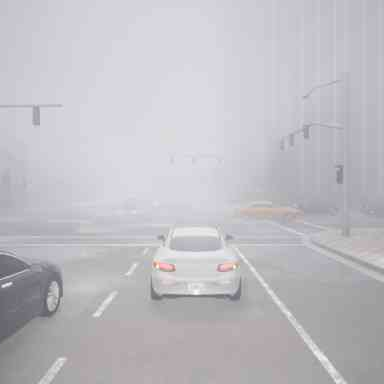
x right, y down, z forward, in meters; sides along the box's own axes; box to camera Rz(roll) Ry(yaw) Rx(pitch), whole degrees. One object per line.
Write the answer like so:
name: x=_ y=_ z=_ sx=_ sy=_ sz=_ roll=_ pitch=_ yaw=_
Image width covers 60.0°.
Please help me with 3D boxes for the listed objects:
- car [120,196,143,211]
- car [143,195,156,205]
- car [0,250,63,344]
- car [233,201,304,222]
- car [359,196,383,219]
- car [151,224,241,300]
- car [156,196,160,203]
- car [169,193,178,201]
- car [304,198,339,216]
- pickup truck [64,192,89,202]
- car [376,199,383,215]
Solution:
car: x=-7.703 y=1.505 z=41.572 sx=1.837 sy=1.490 sz=4.892 roll=0 pitch=0 yaw=-1
car: x=-7.911 y=1.351 z=56.739 sx=2.097 sy=1.767 sz=4.553 roll=0 pitch=0 yaw=-1
car: x=-3.434 y=1.505 z=4.582 sx=1.837 sy=1.490 sz=4.892 roll=0 pitch=0 yaw=1
car: x=5.668 y=1.477 z=25.668 sx=5.008 sy=1.535 sz=1.882 roll=0 pitch=1 yaw=9
car: x=17.720 y=1.221 z=29.064 sx=5.566 sy=2.045 sz=2.150 roll=0 pitch=0 yaw=0
car: x=0.080 y=1.526 z=8.231 sx=1.812 sy=1.442 sz=4.674 roll=0 pitch=0 yaw=0
car: x=-8.029 y=1.523 z=71.341 sx=2.128 sy=1.511 sz=4.902 roll=0 pitch=0 yaw=-1
car: x=-4.723 y=1.225 z=85.507 sx=2.150 sy=2.045 sz=5.566 roll=0 pitch=0 yaw=-1
car: x=11.782 y=1.352 z=32.522 sx=4.553 sy=1.767 sz=2.097 roll=0 pitch=0 yaw=0
pickup truck: x=-24.638 y=1.059 z=70.291 sx=2.390 sy=2.098 sz=6.274 roll=0 pitch=0 yaw=30
car: x=21.007 y=1.478 z=32.585 sx=5.008 sy=1.535 sz=1.882 roll=0 pitch=0 yaw=0
